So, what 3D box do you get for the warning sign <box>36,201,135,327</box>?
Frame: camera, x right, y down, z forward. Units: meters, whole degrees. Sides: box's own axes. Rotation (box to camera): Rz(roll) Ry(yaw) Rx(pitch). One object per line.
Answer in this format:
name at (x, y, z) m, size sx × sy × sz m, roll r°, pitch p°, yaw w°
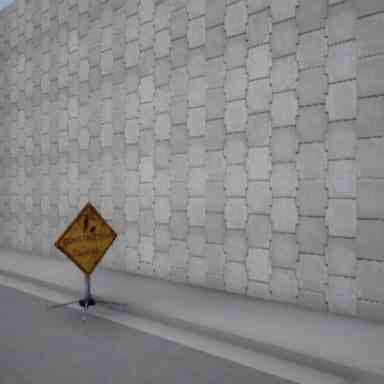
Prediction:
warning sign at (-1.844, 1.112, 5.860) m, size 1.060 × 1.860 × 1.300 m, roll 0°, pitch 0°, yaw 35°
